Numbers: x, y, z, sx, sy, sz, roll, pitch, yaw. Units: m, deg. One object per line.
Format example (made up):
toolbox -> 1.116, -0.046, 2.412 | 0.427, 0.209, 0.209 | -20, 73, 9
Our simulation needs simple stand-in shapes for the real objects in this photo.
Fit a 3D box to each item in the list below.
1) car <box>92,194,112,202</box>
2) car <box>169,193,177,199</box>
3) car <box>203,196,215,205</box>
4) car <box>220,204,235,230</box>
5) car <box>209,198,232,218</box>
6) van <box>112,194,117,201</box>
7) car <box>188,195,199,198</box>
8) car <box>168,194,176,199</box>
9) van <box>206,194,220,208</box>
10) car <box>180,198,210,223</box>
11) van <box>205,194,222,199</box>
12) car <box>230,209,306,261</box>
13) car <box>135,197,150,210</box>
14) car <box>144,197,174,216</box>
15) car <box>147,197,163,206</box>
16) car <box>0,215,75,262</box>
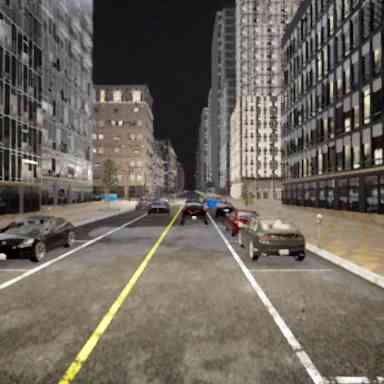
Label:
car -> -19.709, 1.437, 69.577 | 4.403, 1.369, 2.008 | 0, 0, 1
car -> -5.494, 1.164, 94.713 | 1.967, 1.590, 4.097 | 1, 0, 0
car -> 2.810, 1.400, 56.601 | 1.887, 1.381, 4.507 | 1, 0, 0
car -> 2.734, 1.544, 17.563 | 1.802, 1.307, 4.206 | 1, 0, 0
car -> 2.755, 1.502, 28.716 | 1.947, 1.339, 4.313 | 1, 0, 0
van -> -19.584, 1.317, 77.958 | 3.998, 1.788, 1.690 | 0, 0, 1
car -> 0.180, 1.255, 41.013 | 2.097, 1.767, 4.553 | 0, 0, 0
car -> -5.508, 1.329, 89.061 | 1.802, 1.307, 4.206 | 1, 0, 0
van -> 2.791, 1.231, 45.447 | 1.690, 1.788, 3.998 | 1, 0, 0
car -> 0.148, 1.452, 24.721 | 1.837, 1.490, 4.892 | 0, 0, 0
van -> 2.780, 1.247, 39.870 | 1.690, 1.788, 3.998 | 1, 0, 0
car -> 2.723, 1.526, 11.985 | 2.008, 1.369, 4.403 | 1, 0, 0
car -> -5.601, 1.347, 39.897 | 1.967, 1.590, 4.097 | 1, 0, 0
car -> -3.036, 1.493, 31.515 | 1.994, 1.385, 4.181 | 0, 0, 0
car -> -5.582, 1.440, 51.046 | 1.947, 1.339, 4.313 | 1, 0, 0
car -> -5.657, 1.541, 12.024 | 1.947, 1.339, 4.313 | 1, 0, 0
